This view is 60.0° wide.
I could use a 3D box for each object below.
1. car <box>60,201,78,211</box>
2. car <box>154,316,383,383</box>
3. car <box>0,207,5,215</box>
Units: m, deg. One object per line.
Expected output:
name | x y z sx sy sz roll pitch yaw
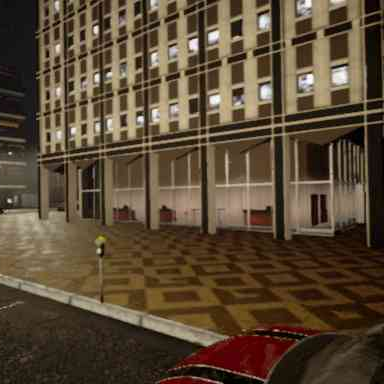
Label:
car | -14.699 1.750 42.251 2.008 1.369 4.403 -1 0 36
car | 1.479 1.437 1.830 4.097 1.590 1.967 -1 -1 36
car | -21.227 1.799 33.282 1.887 1.381 4.507 -1 0 36
